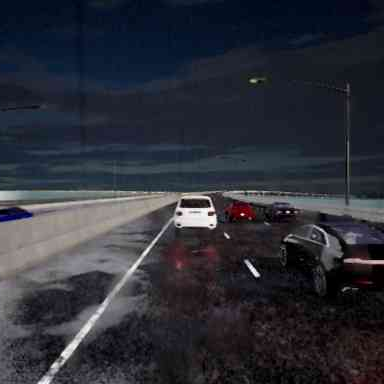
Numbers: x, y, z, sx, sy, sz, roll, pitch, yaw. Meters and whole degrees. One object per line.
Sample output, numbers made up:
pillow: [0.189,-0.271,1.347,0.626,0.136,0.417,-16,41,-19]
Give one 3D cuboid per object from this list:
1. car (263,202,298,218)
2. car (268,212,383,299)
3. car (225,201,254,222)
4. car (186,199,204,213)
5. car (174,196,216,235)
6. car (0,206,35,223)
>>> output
car: [7.237,1.563,27.499,2.033,1.411,5.357,0,0,1]
car: [3.617,1.498,8.436,2.128,1.511,4.902,0,0,0]
car: [3.733,1.493,26.817,1.882,1.535,5.008,0,0,1]
car: [0.377,1.564,39.160,2.033,1.411,5.357,0,0,1]
car: [0.153,1.233,18.918,2.150,2.045,5.566,0,0,0]
car: [-10.447,1.537,18.470,1.812,1.442,4.674,0,0,1]
